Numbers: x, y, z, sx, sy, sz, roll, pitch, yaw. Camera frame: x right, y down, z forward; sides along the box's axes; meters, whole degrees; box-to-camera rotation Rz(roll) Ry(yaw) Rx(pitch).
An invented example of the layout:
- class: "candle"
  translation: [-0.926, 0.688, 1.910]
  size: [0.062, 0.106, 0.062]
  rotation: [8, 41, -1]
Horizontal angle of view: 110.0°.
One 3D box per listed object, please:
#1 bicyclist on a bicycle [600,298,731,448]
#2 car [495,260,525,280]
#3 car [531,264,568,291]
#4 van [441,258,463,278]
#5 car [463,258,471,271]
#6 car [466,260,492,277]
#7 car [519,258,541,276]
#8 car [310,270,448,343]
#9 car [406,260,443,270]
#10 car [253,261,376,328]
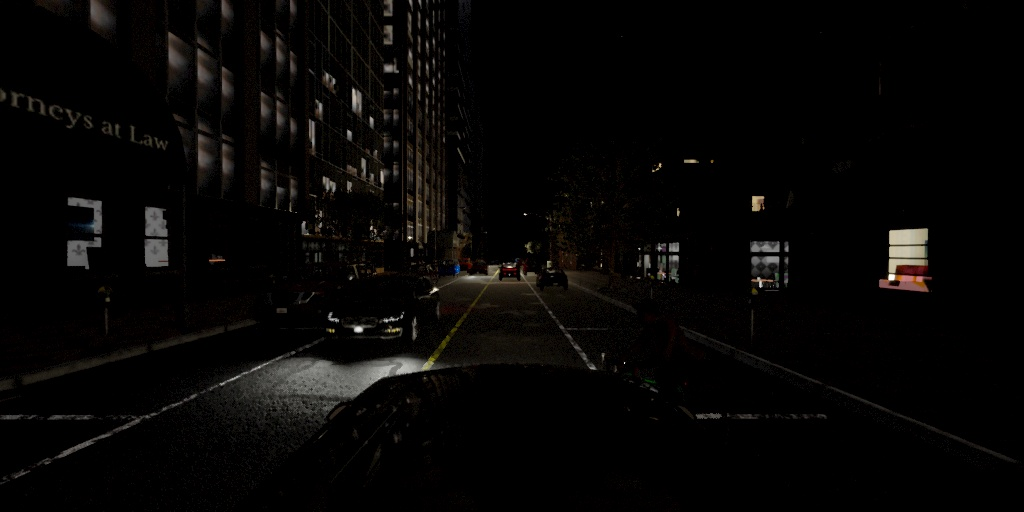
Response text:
- class: "bicyclist on a bicycle"
  translation: [1.416, 1.252, 3.530]
  size: [1.656, 1.620, 0.582]
  rotation: [5, -1, -5]
- class: "car"
  translation: [-0.211, 1.355, 32.526]
  size: [2.128, 1.511, 4.902]
  rotation: [0, 0, -1]
- class: "car"
  translation: [2.489, 1.389, 22.792]
  size: [2.007, 1.370, 4.403]
  rotation: [0, 0, -1]
- class: "van"
  translation: [-6.026, 1.190, 34.518]
  size: [1.690, 1.789, 3.998]
  rotation: [0, 0, -1]
- class: "car"
  translation: [-6.141, 1.202, 45.586]
  size: [2.192, 1.841, 5.009]
  rotation: [0, 0, -1]
- class: "car"
  translation: [-3.472, 1.397, 38.361]
  size: [1.812, 1.442, 4.674]
  rotation: [0, 0, -1]
- class: "car"
  translation: [2.297, 1.213, 40.130]
  size: [2.192, 1.841, 5.009]
  rotation: [0, 0, -1]
- class: "car"
  translation: [-3.171, 1.278, 9.788]
  size: [1.837, 1.490, 4.892]
  rotation: [0, -1, -1]
- class: "car"
  translation: [-5.915, 1.248, 22.721]
  size: [1.967, 1.591, 4.097]
  rotation: [0, 0, -1]
- class: "car"
  translation: [-5.889, 1.084, 11.651]
  size: [2.192, 1.841, 5.009]
  rotation: [0, 0, -1]
